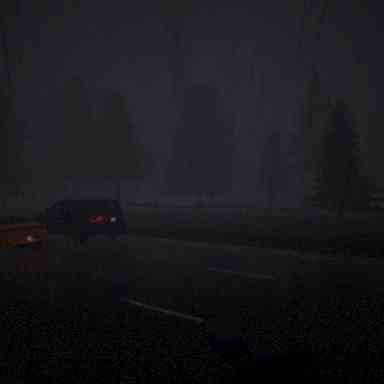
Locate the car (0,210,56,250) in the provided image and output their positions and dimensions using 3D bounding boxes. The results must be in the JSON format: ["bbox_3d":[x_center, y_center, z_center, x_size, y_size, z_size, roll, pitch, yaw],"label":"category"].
[{"bbox_3d":[-8.123,1.614,13.967,5.008,1.535,1.882,0,0,36],"label":"car"}]

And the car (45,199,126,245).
[{"bbox_3d":[-5.736,1.349,16.559,5.566,2.045,2.150,0,0,36],"label":"car"}]
